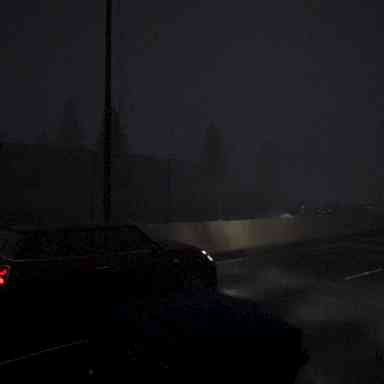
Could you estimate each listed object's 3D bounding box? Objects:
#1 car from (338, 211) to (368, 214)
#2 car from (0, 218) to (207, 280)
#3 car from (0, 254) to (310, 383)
[{"bbox_3d":[14.817,1.866,30.273,2.033,1.411,5.357,0,0,42],"label":"car"},{"bbox_3d":[-1.656,1.379,6.864,4.553,1.767,2.097,1,0,-36],"label":"car"},{"bbox_3d":[-1.072,1.609,2.980,4.718,1.301,1.895,1,0,-35],"label":"car"}]
